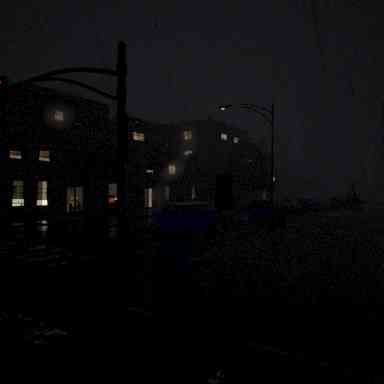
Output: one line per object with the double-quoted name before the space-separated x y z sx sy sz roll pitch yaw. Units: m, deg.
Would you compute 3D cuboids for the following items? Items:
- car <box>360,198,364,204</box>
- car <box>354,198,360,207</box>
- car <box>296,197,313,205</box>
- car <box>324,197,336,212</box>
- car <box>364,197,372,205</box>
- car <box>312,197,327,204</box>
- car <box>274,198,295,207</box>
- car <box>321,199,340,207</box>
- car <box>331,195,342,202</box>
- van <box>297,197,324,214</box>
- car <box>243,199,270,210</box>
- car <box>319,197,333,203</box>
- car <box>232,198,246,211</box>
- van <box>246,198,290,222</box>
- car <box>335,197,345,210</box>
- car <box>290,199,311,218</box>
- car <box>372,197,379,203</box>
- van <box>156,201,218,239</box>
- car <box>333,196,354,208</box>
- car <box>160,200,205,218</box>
"car" 28.414 1.748 58.534 1.752 1.417 4.829 0 0 35
"car" 25.153 1.516 53.871 2.192 1.841 5.009 0 0 35
"car" 21.459 1.705 63.212 1.887 1.381 4.507 0 0 35
"car" 15.755 1.671 40.435 1.752 1.417 4.829 0 0 35
"car" 34.646 1.809 67.444 1.887 1.381 4.507 0 0 35
"car" 27.691 1.728 72.122 1.752 1.417 4.829 0 0 35
"car" 15.130 1.665 54.163 1.887 1.381 4.507 0 0 35
"car" 23.103 1.783 55.455 1.895 1.301 4.718 1 0 35
"car" 37.284 1.712 85.836 1.967 1.590 4.097 0 0 35
"van" 12.493 1.469 35.771 1.690 1.788 3.998 0 0 35
"car" 8.800 1.628 45.114 1.887 1.381 4.507 0 0 35
"car" 30.953 1.792 76.787 1.947 1.339 4.313 0 0 35
"car" 5.636 1.506 40.590 1.967 1.590 4.097 0 0 35
"van" 6.163 1.436 26.722 1.690 1.788 3.998 0 0 35
"car" 18.821 1.729 44.820 1.947 1.339 4.313 0 0 35
"car" 9.327 1.655 31.245 1.887 1.381 4.507 0 0 35
"car" 44.141 1.899 81.018 1.947 1.339 4.313 0 0 35
"van" -0.167 1.406 17.672 1.690 1.788 3.998 0 0 35
"car" 21.988 1.497 49.346 2.192 1.841 5.009 0 0 35
"car" -0.792 1.558 31.400 1.752 1.417 4.829 0 0 35
